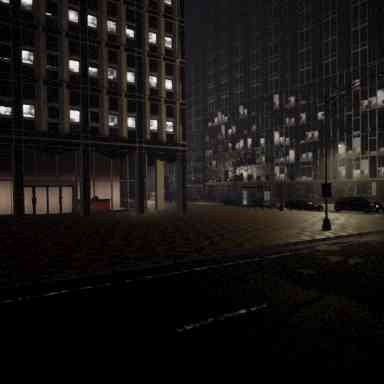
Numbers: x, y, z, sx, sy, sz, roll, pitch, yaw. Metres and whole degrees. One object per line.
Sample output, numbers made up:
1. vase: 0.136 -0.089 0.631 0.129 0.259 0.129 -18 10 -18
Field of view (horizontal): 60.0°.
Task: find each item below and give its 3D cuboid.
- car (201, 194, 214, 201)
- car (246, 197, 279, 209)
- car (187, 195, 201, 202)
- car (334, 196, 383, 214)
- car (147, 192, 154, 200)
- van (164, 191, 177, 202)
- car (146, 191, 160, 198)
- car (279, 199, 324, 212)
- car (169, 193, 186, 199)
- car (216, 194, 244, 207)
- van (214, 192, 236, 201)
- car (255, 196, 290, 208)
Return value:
1. car: 3.083 1.041 64.485 1.802 1.307 4.206 -1 1 -34
2. car: 8.951 1.386 40.941 1.802 1.307 4.206 -1 1 -34
3. car: -0.894 1.165 60.146 1.895 1.301 4.718 -1 1 -34
4. car: 16.972 1.207 33.944 2.097 1.767 4.553 -1 1 -33
5. car: -10.260 1.038 69.113 2.008 1.369 4.403 0 1 -34
6. van: -3.825 0.936 59.740 1.690 1.788 3.998 0 1 -34
7. car: -9.787 0.684 83.224 1.967 1.590 4.097 0 1 -34
8. car: 12.155 1.422 36.243 1.947 1.339 4.313 -1 1 -34
9. car: -3.351 0.934 73.856 1.802 1.307 4.206 0 1 -34
10. car: 5.782 1.318 45.658 1.947 1.339 4.313 -1 1 -34
11. van: 6.300 0.853 59.797 1.690 1.788 3.998 -1 1 -34
12. car: 10.464 1.314 43.505 1.994 1.385 4.181 -1 1 -34
